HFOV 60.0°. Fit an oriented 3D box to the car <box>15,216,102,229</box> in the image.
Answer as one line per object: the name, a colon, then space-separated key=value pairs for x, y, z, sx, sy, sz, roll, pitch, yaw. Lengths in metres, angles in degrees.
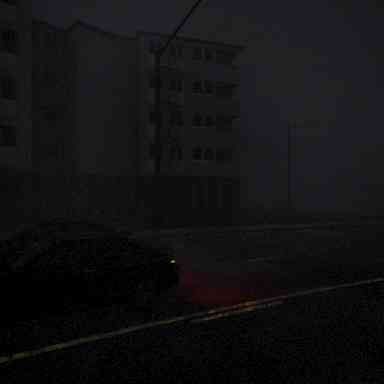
car: x=-4.052 y=1.477 z=9.373 sx=5.008 sy=1.535 sz=1.882 roll=0 pitch=0 yaw=-32

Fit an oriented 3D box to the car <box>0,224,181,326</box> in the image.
car: x=-2.433 y=1.526 z=6.297 sx=4.674 sy=1.442 sz=1.812 roll=0 pitch=0 yaw=-32
